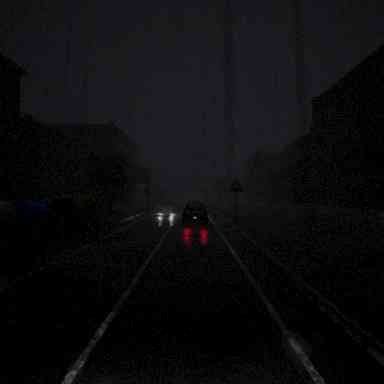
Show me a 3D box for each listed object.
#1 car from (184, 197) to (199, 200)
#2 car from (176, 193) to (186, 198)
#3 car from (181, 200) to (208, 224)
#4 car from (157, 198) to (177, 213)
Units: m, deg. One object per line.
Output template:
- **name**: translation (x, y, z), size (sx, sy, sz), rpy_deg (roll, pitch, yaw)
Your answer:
- **car**: translation (0.302, 1.646, 42.596), size (2.128, 1.511, 4.902), rpy_deg (0, 0, 0)
- **car**: translation (-2.623, 1.013, 78.801), size (2.150, 2.045, 5.566), rpy_deg (0, 0, 0)
- **car**: translation (0.219, 1.578, 25.352), size (2.128, 1.511, 4.902), rpy_deg (0, 0, 0)
- **car**: translation (-2.909, 1.706, 38.386), size (1.994, 1.385, 4.181), rpy_deg (0, 0, 0)
